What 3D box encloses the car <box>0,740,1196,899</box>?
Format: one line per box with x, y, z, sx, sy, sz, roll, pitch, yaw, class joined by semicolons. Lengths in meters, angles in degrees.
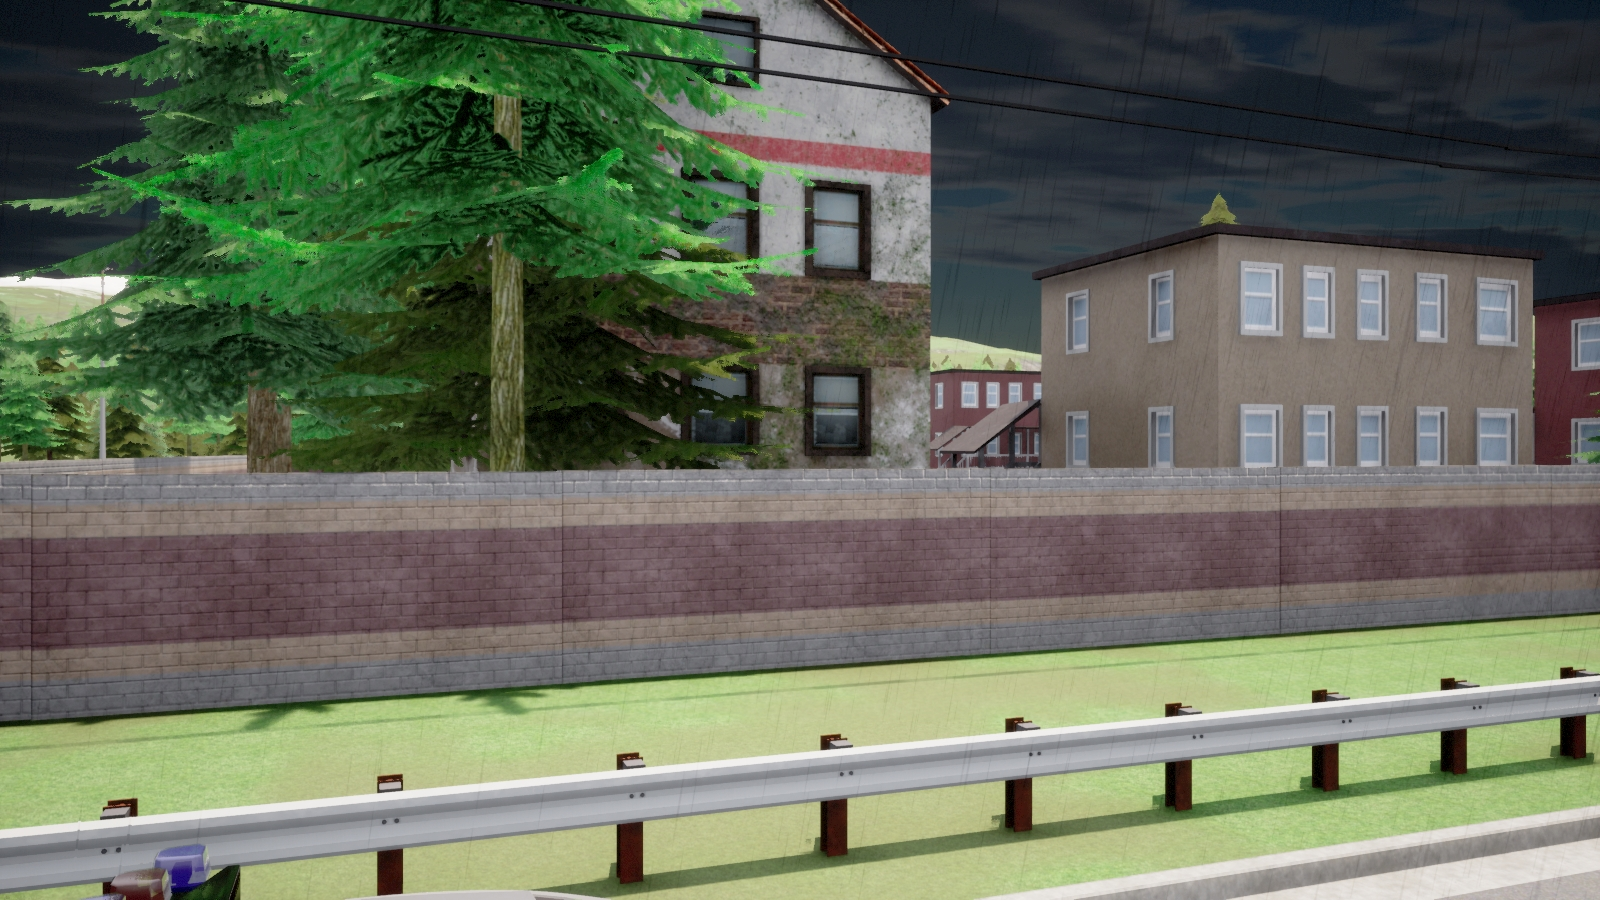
-1.671;1.982;2.695;5.238;1.638;2.097;0;0;-20;car
